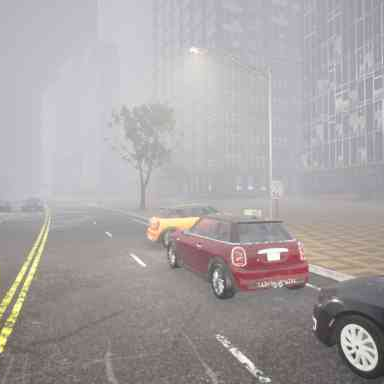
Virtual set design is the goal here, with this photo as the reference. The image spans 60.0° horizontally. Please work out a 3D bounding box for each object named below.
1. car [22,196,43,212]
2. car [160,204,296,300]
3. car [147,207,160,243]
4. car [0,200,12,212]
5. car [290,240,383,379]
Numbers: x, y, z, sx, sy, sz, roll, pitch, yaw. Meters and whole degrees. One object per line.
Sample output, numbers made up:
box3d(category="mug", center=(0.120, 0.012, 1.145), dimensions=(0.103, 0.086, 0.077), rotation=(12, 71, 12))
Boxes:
box3d(category="car", center=(-18.816, 1.393, 39.379), dimensions=(2.097, 1.767, 4.553), rotation=(0, 0, -24))
box3d(category="car", center=(0.887, 1.355, 8.831), dimensions=(2.097, 1.767, 4.553), rotation=(0, 0, -22))
box3d(category="car", center=(0.392, 1.276, 14.406), dimensions=(4.553, 1.767, 2.097), rotation=(-3, 1, -18))
box3d(category="car", center=(-21.773, 1.602, 38.030), dimensions=(1.994, 1.385, 4.181), rotation=(0, 0, -24))
box3d(category="car", center=(3.620, 1.505, 3.359), dimensions=(1.837, 1.490, 4.892), rotation=(0, 0, -35))
